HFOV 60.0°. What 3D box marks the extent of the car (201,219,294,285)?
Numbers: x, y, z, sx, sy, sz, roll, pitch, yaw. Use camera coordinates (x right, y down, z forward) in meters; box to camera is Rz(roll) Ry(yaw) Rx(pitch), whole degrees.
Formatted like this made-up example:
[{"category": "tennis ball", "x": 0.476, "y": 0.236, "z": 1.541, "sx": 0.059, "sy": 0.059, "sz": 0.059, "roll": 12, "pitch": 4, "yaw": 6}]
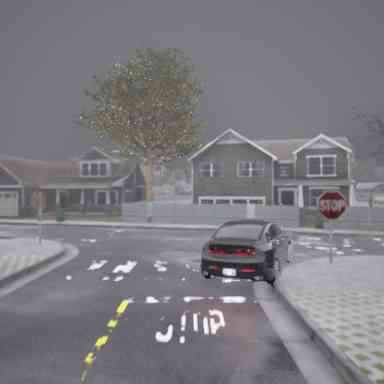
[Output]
[{"category": "car", "x": 1.777, "y": 1.558, "z": 9.775, "sx": 1.837, "sy": 1.490, "sz": 4.892, "roll": 0, "pitch": 0, "yaw": 23}]
